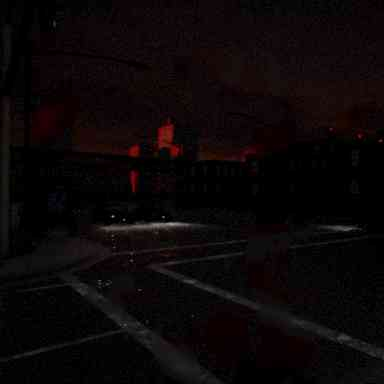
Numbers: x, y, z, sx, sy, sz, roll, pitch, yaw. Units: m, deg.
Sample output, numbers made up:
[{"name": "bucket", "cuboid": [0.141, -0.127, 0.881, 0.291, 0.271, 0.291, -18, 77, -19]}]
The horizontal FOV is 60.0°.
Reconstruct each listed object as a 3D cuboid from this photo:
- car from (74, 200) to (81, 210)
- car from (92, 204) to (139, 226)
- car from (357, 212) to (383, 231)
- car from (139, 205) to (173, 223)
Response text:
[{"name": "car", "cuboid": [-17.151, 1.699, 46.616, 2.033, 1.411, 5.357, 1, 0, -35]}, {"name": "car", "cuboid": [-5.989, 1.635, 24.656, 1.812, 1.442, 4.674, 1, 0, -36]}, {"name": "car", "cuboid": [12.971, 1.778, 20.749, 1.837, 1.490, 4.892, -7, 5, -42]}, {"name": "car", "cuboid": [-3.303, 1.713, 26.908, 1.994, 1.385, 4.181, 1, 0, -35]}]
